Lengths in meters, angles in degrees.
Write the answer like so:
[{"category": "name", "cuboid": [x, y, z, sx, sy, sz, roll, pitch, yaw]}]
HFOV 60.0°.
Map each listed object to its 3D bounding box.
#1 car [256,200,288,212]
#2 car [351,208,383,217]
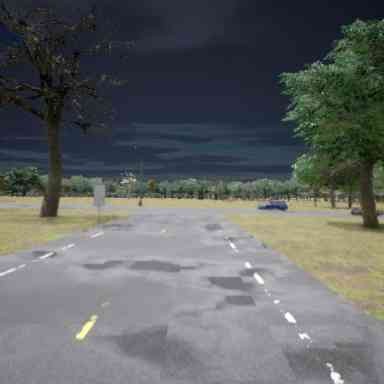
[{"category": "car", "cuboid": [14.570, 2.521, 60.568, 5.566, 2.045, 2.150, 0, 0, 0]}, {"category": "car", "cuboid": [28.488, 3.196, 53.501, 5.357, 1.411, 2.033, 2, 0, 0]}]
